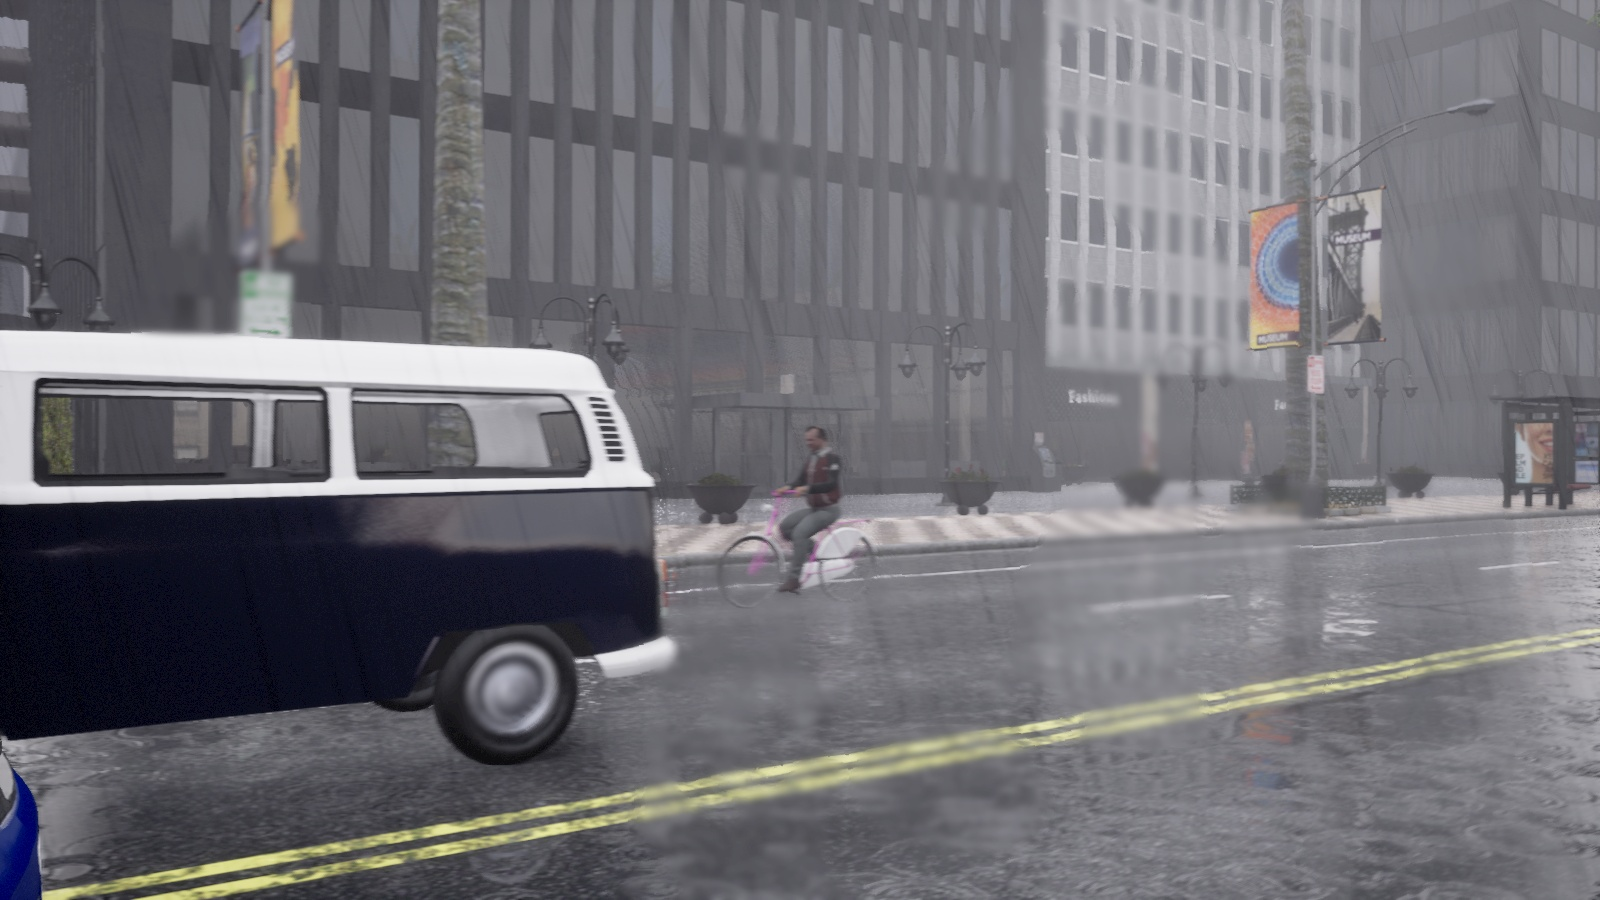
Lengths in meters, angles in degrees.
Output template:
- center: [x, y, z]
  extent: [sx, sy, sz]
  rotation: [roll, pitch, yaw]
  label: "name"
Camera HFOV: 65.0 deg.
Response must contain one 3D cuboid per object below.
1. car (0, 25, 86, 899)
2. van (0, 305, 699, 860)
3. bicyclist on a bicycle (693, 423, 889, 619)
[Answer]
- center: [-3.856, 0.475, 0.976]
  extent: [5.566, 2.045, 2.150]
  rotation: [0, 0, -35]
  label: "car"
- center: [-2.941, 0.489, 5.877]
  extent: [4.480, 2.038, 2.069]
  rotation: [0, 0, -35]
  label: "van"
- center: [-0.065, 0.644, 12.140]
  extent: [1.843, 1.776, 0.659]
  rotation: [0, 0, -35]
  label: "bicyclist on a bicycle"
